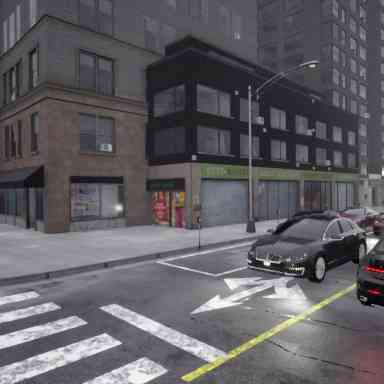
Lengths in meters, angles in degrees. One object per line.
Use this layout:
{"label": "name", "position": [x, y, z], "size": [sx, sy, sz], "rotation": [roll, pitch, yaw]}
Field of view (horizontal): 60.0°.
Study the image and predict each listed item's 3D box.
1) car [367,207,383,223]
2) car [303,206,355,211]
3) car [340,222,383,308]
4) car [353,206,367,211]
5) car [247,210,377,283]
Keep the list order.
{"label": "car", "position": [10.847, 1.430, 16.974], "size": [4.674, 1.442, 1.812], "rotation": [-1, 0, -44]}
{"label": "car", "position": [5.591, 1.509, 15.417], "size": [4.313, 1.339, 1.947], "rotation": [-1, 0, -44]}
{"label": "car", "position": [5.038, 1.473, 6.921], "size": [4.892, 1.490, 1.837], "rotation": [-1, 0, -44]}
{"label": "car", "position": [9.630, 1.488, 19.386], "size": [4.206, 1.307, 1.802], "rotation": [-1, 0, -44]}
{"label": "car", "position": [3.560, 1.476, 9.818], "size": [4.892, 1.490, 1.837], "rotation": [-1, 0, -45]}
